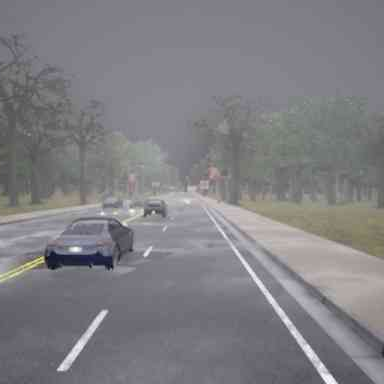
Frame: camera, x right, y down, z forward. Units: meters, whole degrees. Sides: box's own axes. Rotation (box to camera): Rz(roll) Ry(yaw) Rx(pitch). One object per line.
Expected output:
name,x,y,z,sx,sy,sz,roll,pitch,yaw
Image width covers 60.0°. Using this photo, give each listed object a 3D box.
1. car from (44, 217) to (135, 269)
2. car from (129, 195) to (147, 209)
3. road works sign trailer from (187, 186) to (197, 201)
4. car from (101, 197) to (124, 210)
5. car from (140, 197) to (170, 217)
car,-3.141,1.516,10.985,1.994,1.385,4.181,0,0,0
car,-6.552,1.205,41.845,2.097,1.767,4.553,0,0,0
road works sign trailer,0.025,0.301,78.969,2.380,3.560,2.880,0,0,0
car,-9.803,1.333,41.347,1.882,1.535,5.008,0,0,0
car,-3.130,1.397,29.461,1.837,1.490,4.892,0,0,0
